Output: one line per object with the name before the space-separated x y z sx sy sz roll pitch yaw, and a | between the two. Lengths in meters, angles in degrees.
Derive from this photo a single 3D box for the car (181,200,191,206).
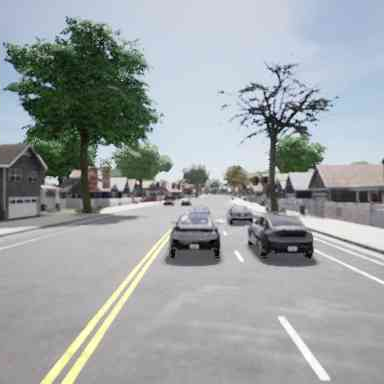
car | -1.151 2.138 65.023 1.895 1.301 4.718 0 0 3

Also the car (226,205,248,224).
car | 3.869 1.795 27.320 2.033 1.411 5.357 0 0 3

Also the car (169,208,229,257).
car | 0.157 1.619 13.489 2.128 1.511 4.902 0 0 2

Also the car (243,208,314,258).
car | 3.406 1.633 13.421 1.837 1.490 4.892 0 0 2

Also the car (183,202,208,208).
car | 0.621 1.796 27.450 2.033 1.411 5.357 0 0 3

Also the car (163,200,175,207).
car | -4.421 2.136 64.759 1.895 1.301 4.718 0 0 3
